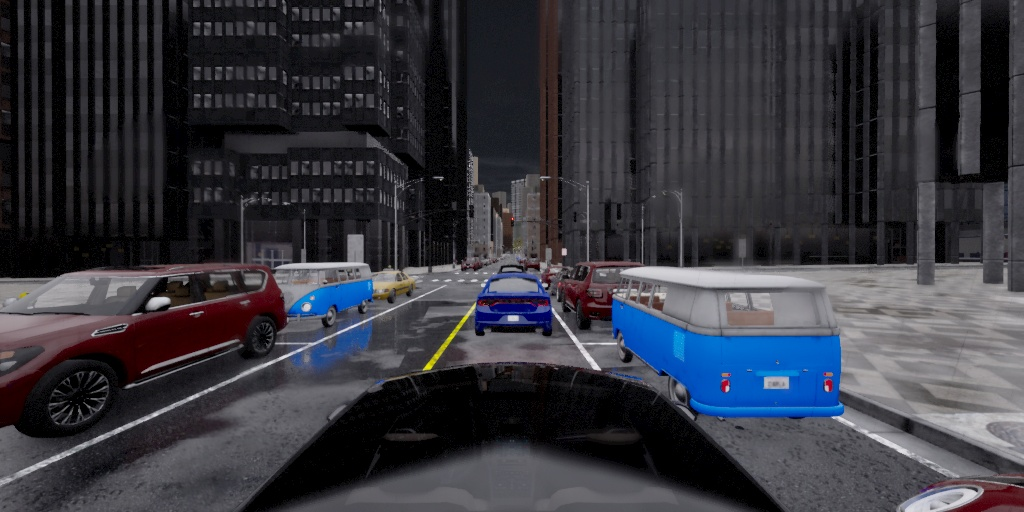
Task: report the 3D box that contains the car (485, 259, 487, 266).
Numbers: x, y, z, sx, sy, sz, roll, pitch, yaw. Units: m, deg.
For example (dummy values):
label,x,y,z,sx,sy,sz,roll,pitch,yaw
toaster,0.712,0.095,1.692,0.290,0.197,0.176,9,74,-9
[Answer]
label,x,y,z,sx,sy,sz,roll,pitch,yaw
car,-5.753,1.348,60.511,1.948,1.339,4.313,0,0,0

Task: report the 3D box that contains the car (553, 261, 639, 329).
label,x,y,z,sx,sy,sz,roll,pitch,yaw
car,2.767,1.064,11.123,2.192,1.841,5.009,0,0,0

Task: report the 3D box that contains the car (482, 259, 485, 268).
label,x,y,z,sx,sy,sz,roll,pitch,yaw
car,-5.754,1.090,54.869,2.192,1.841,5.009,0,0,0

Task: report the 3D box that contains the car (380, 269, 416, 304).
label,x,y,z,sx,sy,sz,roll,pitch,yaw
car,-5.761,1.276,16.491,1.751,1.417,4.829,0,0,0

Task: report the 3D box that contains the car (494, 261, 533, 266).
label,x,y,z,sx,sy,sz,roll,pitch,yaw
car,0.003,1.257,20.783,1.837,1.490,4.892,0,0,0

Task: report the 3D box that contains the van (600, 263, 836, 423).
label,x,y,z,sx,sy,sz,roll,pitch,yaw
van,2.767,1.091,5.598,1.690,1.789,3.998,0,0,0

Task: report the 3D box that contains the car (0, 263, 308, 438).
label,x,y,z,sx,sy,sz,roll,pitch,yaw
car,-5.765,1.064,5.612,2.192,1.841,5.009,0,0,0

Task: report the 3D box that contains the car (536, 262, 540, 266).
label,x,y,z,sx,sy,sz,roll,pitch,yaw
car,2.766,1.297,22.174,1.888,1.381,4.507,0,0,0

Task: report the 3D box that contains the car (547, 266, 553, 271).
label,x,y,z,sx,sy,sz,roll,pitch,yaw
car,2.766,1.301,16.649,2.007,1.370,4.403,0,0,0

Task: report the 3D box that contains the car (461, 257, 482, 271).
label,x,y,z,sx,sy,sz,roll,pitch,yaw
car,-5.755,1.084,49.225,2.192,1.841,5.009,0,0,0

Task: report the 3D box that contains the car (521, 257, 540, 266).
label,x,y,z,sx,sy,sz,roll,pitch,yaw
car,2.770,1.084,49.214,2.192,1.841,5.009,0,0,0

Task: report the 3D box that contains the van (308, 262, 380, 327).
label,x,y,z,sx,sy,sz,roll,pitch,yaw
van,-5.763,1.091,11.137,1.690,1.789,3.998,0,0,0

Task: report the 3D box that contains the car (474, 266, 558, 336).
label,x,y,z,sx,sy,sz,roll,pitch,yaw
car,0.060,1.228,10.412,1.882,1.535,5.008,0,0,1
